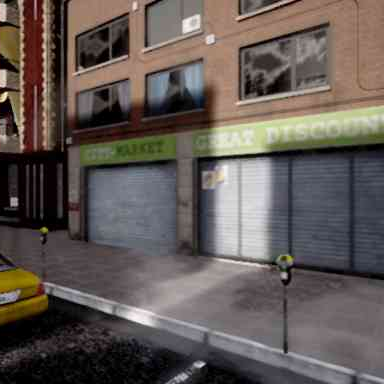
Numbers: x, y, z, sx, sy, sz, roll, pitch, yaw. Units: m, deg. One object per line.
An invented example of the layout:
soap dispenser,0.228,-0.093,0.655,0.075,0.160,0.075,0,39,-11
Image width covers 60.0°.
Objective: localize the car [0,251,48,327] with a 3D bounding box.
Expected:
car,-4.607,1.506,6.164,4.829,1.417,1.752,0,0,36
